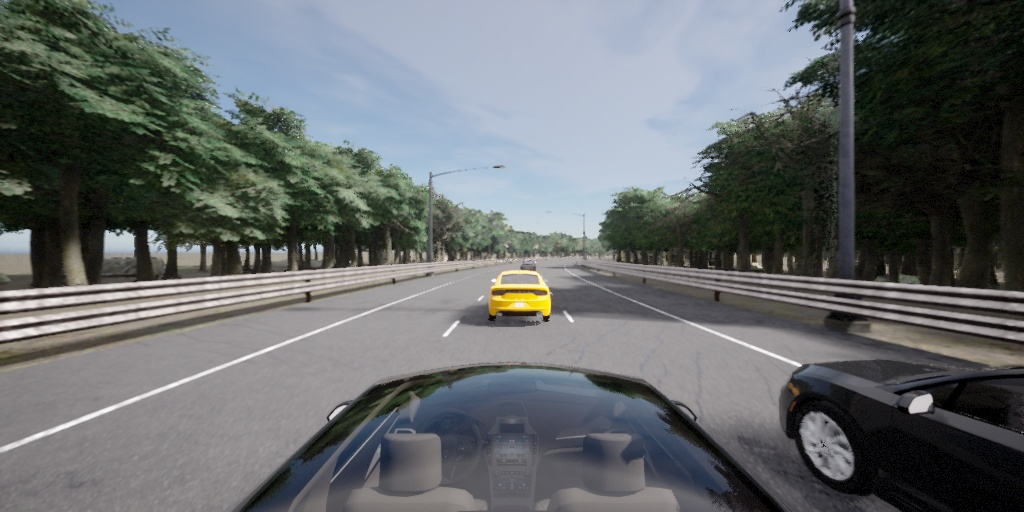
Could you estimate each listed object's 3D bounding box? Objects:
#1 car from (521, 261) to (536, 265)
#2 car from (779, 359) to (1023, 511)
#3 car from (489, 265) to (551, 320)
[{"bbox_3d":[2.042,1.300,44.192,2.128,1.511,4.902,0,0,5],"label":"car"},{"bbox_3d":[3.623,1.258,1.642,1.837,1.490,4.892,0,0,0],"label":"car"},{"bbox_3d":[0.270,1.242,12.679,1.882,1.535,5.008,0,0,1],"label":"car"}]
